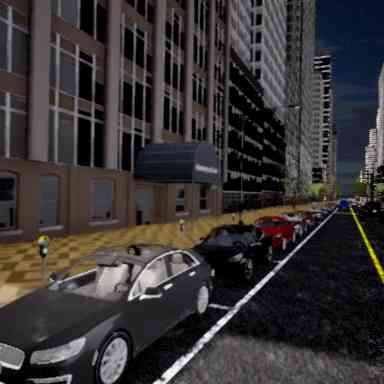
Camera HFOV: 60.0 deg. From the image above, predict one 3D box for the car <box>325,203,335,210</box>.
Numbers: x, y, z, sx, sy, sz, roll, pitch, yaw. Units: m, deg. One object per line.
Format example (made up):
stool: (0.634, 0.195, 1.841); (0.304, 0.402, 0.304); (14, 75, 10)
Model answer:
car: (30.031, 3.099, 72.174); (1.752, 1.417, 4.829); (1, -1, 25)

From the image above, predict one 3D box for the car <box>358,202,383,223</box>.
car: (19.108, 2.102, 35.127); (2.150, 2.045, 5.566); (1, -1, 25)

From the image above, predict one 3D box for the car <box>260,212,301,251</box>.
car: (3.743, 1.816, 15.652); (1.887, 1.381, 4.507); (1, -1, 25)

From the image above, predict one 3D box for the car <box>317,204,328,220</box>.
car: (13.328, 2.298, 36.261); (2.008, 1.369, 4.403); (1, -1, 25)

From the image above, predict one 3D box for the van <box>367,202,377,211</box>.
van: (40.098, 3.193, 73.947); (1.690, 1.788, 3.998); (1, -1, 25)

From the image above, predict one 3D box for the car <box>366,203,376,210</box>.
car: (42.493, 3.410, 79.098); (1.967, 1.590, 4.097); (1, -1, 25)

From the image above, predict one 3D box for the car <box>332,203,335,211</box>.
car: (22.912, 2.804, 56.870); (1.802, 1.307, 4.206); (1, -1, 25)

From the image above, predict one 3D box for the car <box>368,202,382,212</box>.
car: (37.703, 3.049, 68.796); (2.192, 1.841, 5.009); (1, -1, 25)

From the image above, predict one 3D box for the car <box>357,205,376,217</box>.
car: (24.447, 2.640, 46.657); (2.128, 1.511, 4.902); (1, -1, 25)

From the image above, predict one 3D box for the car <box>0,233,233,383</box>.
car: (-1.051, 1.585, 5.347); (2.008, 1.369, 4.403); (1, -1, 25)

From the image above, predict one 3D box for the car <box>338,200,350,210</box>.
car: (33.465, 2.893, 73.146); (2.150, 2.045, 5.566); (1, -1, 25)

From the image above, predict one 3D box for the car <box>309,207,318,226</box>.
car: (8.534, 2.092, 25.956); (1.802, 1.307, 4.206); (1, -1, 25)

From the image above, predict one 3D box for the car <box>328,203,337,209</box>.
car: (34.894, 3.379, 82.633); (1.947, 1.339, 4.313); (1, -1, 25)

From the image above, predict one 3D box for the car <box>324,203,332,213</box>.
car: (18.120, 2.535, 46.566); (2.008, 1.369, 4.403); (1, -1, 25)

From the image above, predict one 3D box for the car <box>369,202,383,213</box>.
car: (35.306, 2.930, 63.643); (2.192, 1.841, 5.009); (1, -1, 25)

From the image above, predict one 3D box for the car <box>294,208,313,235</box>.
car: (6.138, 1.941, 20.804); (2.008, 1.369, 4.403); (1, -1, 25)

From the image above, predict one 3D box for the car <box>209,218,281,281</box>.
car: (1.346, 1.719, 10.499); (1.947, 1.339, 4.313); (1, -1, 25)
